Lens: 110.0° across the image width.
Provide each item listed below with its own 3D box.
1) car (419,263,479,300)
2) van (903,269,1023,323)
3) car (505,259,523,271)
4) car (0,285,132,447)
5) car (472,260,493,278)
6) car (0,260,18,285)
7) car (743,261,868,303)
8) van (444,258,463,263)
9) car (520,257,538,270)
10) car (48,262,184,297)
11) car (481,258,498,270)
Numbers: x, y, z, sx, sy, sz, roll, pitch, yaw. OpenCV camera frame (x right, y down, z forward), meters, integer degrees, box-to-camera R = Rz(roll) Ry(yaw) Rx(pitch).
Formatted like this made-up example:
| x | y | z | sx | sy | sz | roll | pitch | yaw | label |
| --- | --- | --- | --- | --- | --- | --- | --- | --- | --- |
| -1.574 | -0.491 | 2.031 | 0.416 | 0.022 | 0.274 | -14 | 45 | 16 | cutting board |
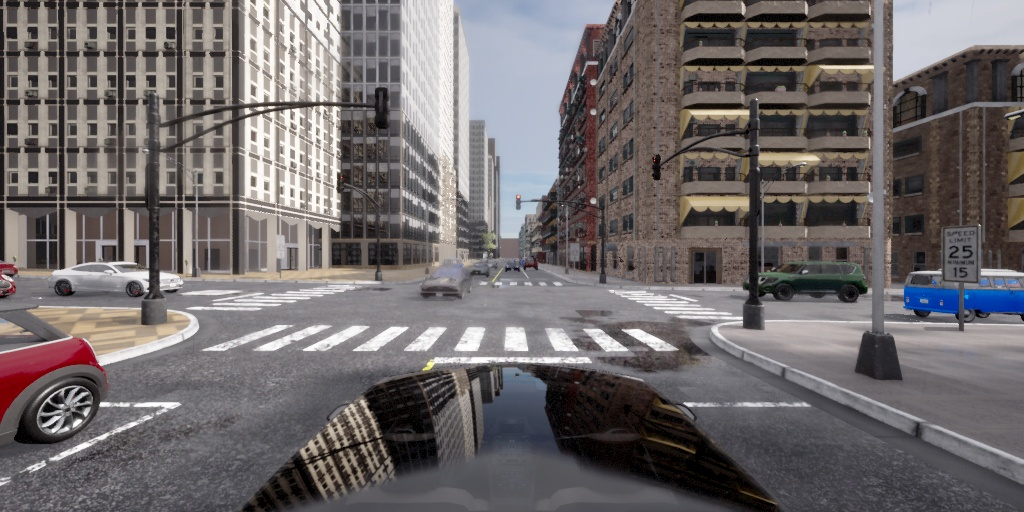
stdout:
| x | y | z | sx | sy | sz | roll | pitch | yaw | label |
| --- | --- | --- | --- | --- | --- | --- | --- | --- | --- |
| -3.071 | 1.267 | 17.882 | 2.033 | 1.411 | 5.357 | 1 | 0 | 0 | car |
| 16.905 | 1.453 | 13.099 | 3.998 | 1.789 | 1.690 | 0 | 0 | 0 | van |
| 0.072 | 1.363 | 47.667 | 1.895 | 1.301 | 4.718 | 0 | 0 | 0 | car |
| -5.691 | 1.190 | 2.369 | 1.967 | 1.591 | 4.097 | 0 | 0 | 0 | car |
| -3.120 | 1.319 | 33.818 | 1.994 | 1.385 | 4.181 | 0 | 0 | 0 | car |
| -21.154 | 0.818 | 13.128 | 4.097 | 1.591 | 1.967 | 0 | 0 | 0 | car |
| 15.449 | 1.297 | 19.020 | 5.566 | 2.045 | 2.150 | 1 | 0 | 0 | car |
| -5.710 | 1.097 | 34.843 | 1.690 | 1.789 | 3.998 | 0 | 0 | 0 | van |
| 2.661 | 1.079 | 51.502 | 2.192 | 1.841 | 5.009 | 0 | 0 | 0 | car |
| -17.274 | 0.975 | 15.724 | 4.674 | 1.442 | 1.812 | 1 | 0 | -2 | car |
| -3.122 | 1.256 | 53.070 | 2.128 | 1.511 | 4.902 | 0 | 0 | 0 | car |
